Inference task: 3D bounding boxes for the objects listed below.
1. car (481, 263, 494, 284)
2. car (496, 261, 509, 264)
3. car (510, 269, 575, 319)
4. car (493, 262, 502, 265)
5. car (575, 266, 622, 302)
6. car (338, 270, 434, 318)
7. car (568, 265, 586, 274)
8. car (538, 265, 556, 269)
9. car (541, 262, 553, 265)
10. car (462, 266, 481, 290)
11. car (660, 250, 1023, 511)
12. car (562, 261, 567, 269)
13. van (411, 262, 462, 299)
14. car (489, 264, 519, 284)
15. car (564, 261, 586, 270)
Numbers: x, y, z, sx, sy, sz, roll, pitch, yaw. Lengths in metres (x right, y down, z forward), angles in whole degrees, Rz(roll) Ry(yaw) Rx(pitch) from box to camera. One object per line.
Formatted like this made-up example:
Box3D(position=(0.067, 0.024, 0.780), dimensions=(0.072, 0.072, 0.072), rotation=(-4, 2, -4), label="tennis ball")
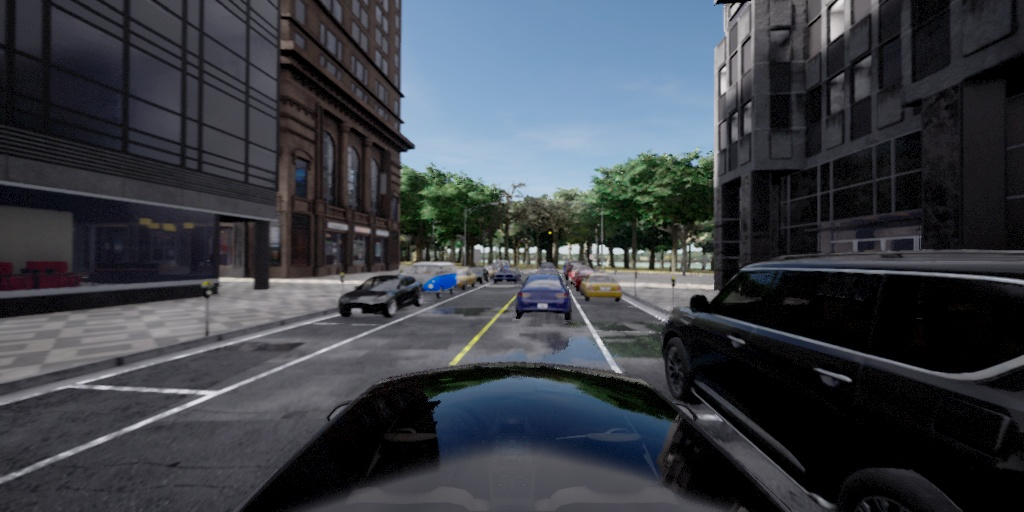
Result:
Box3D(position=(-2.976, 1.539, 29.730), dimensions=(1.948, 1.339, 4.313), rotation=(0, 0, 6), label="car")
Box3D(position=(-1.833, 1.515, 40.545), dimensions=(1.967, 1.591, 4.097), rotation=(0, 0, 6), label="car")
Box3D(position=(1.178, 1.379, 13.212), dimensions=(1.812, 1.442, 4.674), rotation=(0, 0, 6), label="car")
Box3D(position=(-2.422, 1.549, 34.969), dimensions=(1.751, 1.417, 4.829), rotation=(0, 0, 6), label="car")
Box3D(position=(4.378, 1.437, 18.189), dimensions=(1.751, 1.417, 4.829), rotation=(0, 0, 6), label="car")
Box3D(position=(-4.689, 1.390, 13.509), dimensions=(1.948, 1.339, 4.313), rotation=(0, 0, 6), label="car")
Box3D(position=(4.931, 1.507, 23.427), dimensions=(1.888, 1.381, 4.507), rotation=(0, 0, 6), label="car")
Box3D(position=(2.671, 1.584, 27.342), dimensions=(1.895, 1.301, 4.718), rotation=(0, 0, 6), label="car")
Box3D(position=(4.338, 1.493, 44.068), dimensions=(2.097, 1.767, 4.553), rotation=(0, 0, 6), label="car")
Box3D(position=(-3.565, 1.449, 24.154), dimensions=(1.751, 1.417, 4.829), rotation=(0, 0, 6), label="car")
Box3D(position=(3.143, 1.000, 3.182), dimensions=(2.150, 2.045, 5.566), rotation=(0, 0, 6), label="car")
Box3D(position=(6.074, 1.377, 34.242), dimensions=(2.192, 1.841, 5.009), rotation=(0, 0, 6), label="car")
Box3D(position=(-4.118, 1.214, 18.916), dimensions=(1.690, 1.789, 3.998), rotation=(0, 0, 6), label="van")
Box3D(position=(-0.339, 1.584, 29.233), dimensions=(1.895, 1.301, 4.718), rotation=(0, -1, 6), label="car")
Box3D(position=(5.502, 1.452, 28.834), dimensions=(1.967, 1.591, 4.097), rotation=(0, 0, 6), label="car")
